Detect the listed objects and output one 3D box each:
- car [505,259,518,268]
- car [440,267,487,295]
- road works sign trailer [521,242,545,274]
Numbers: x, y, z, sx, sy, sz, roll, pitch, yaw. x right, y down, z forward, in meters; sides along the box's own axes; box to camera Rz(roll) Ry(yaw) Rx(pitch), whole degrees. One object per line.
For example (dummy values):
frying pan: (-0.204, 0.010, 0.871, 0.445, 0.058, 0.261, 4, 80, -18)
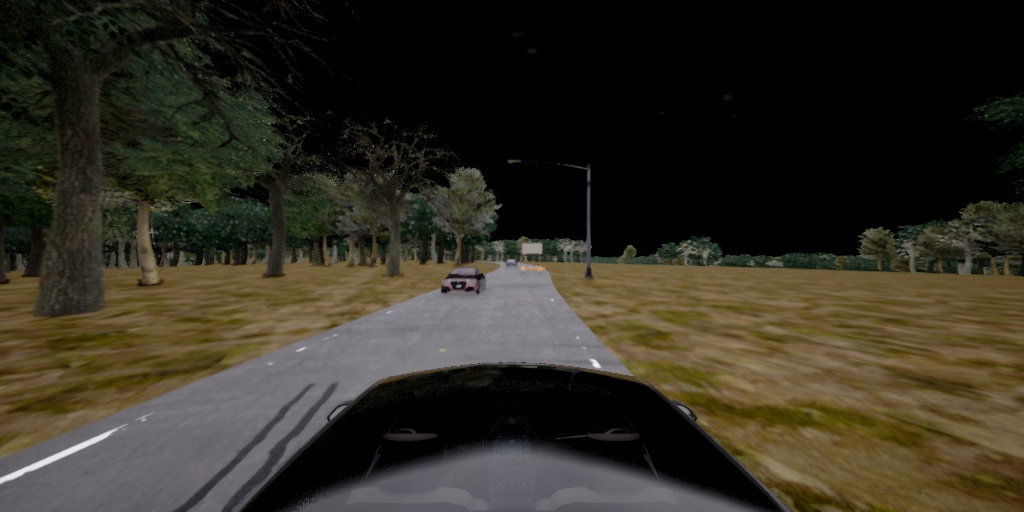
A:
car: (-0.082, 1.227, 59.889, 1.812, 1.442, 4.674, 0, 0, 1)
car: (-2.541, 1.294, 19.683, 1.994, 1.385, 4.181, 0, 0, 3)
road works sign trailer: (2.233, 0.187, 40.323, 2.380, 3.560, 2.880, 0, 0, 3)
